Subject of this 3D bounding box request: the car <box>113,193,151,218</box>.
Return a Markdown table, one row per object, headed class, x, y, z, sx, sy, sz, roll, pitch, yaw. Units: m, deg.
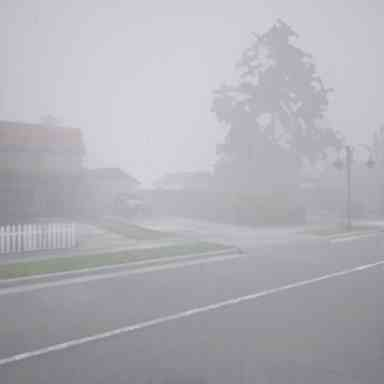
| class | x | y | z | sx | sy | sz | roll | pitch | yaw |
| --- | --- | --- | --- | --- | --- | --- | --- | --- | --- |
| car | -4.815 | 1.004 | 26.179 | 1.905 | 1.878 | 3.866 | 0 | 0 | -35 |
